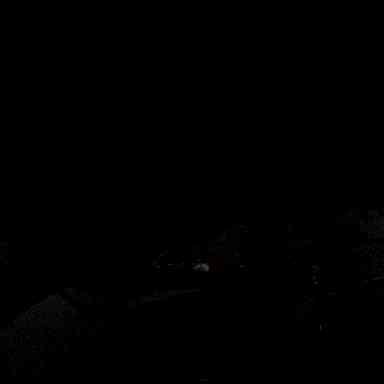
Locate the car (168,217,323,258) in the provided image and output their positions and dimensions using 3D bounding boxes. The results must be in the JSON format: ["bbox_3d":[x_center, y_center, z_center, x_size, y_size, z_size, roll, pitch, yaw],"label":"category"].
[{"bbox_3d":[1.064,1.419,7.412,4.097,1.590,1.967,0,0,-36],"label":"car"}]

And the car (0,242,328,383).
[{"bbox_3d":[-0.696,1.522,2.882,4.674,1.442,1.812,0,0,-36],"label":"car"}]
